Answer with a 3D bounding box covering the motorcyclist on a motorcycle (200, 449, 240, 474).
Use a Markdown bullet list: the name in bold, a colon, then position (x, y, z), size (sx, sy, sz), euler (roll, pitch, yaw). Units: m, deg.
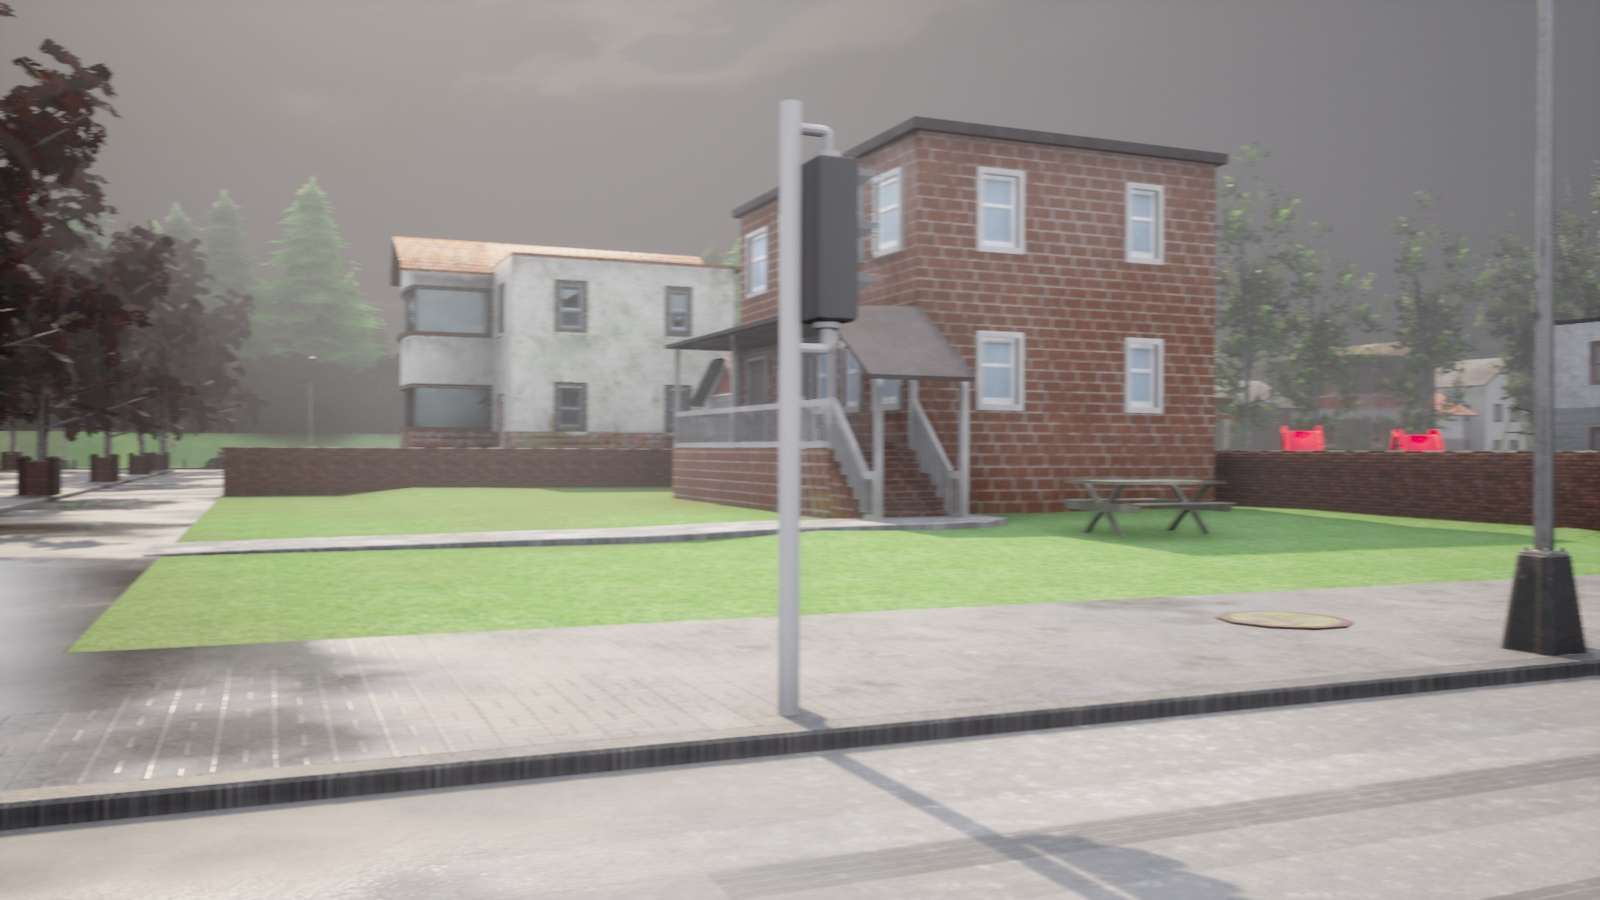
- **motorcyclist on a motorcycle**: position (-37.781, 0.732, 81.825), size (2.350, 1.649, 0.766), euler (0, 0, -23)
